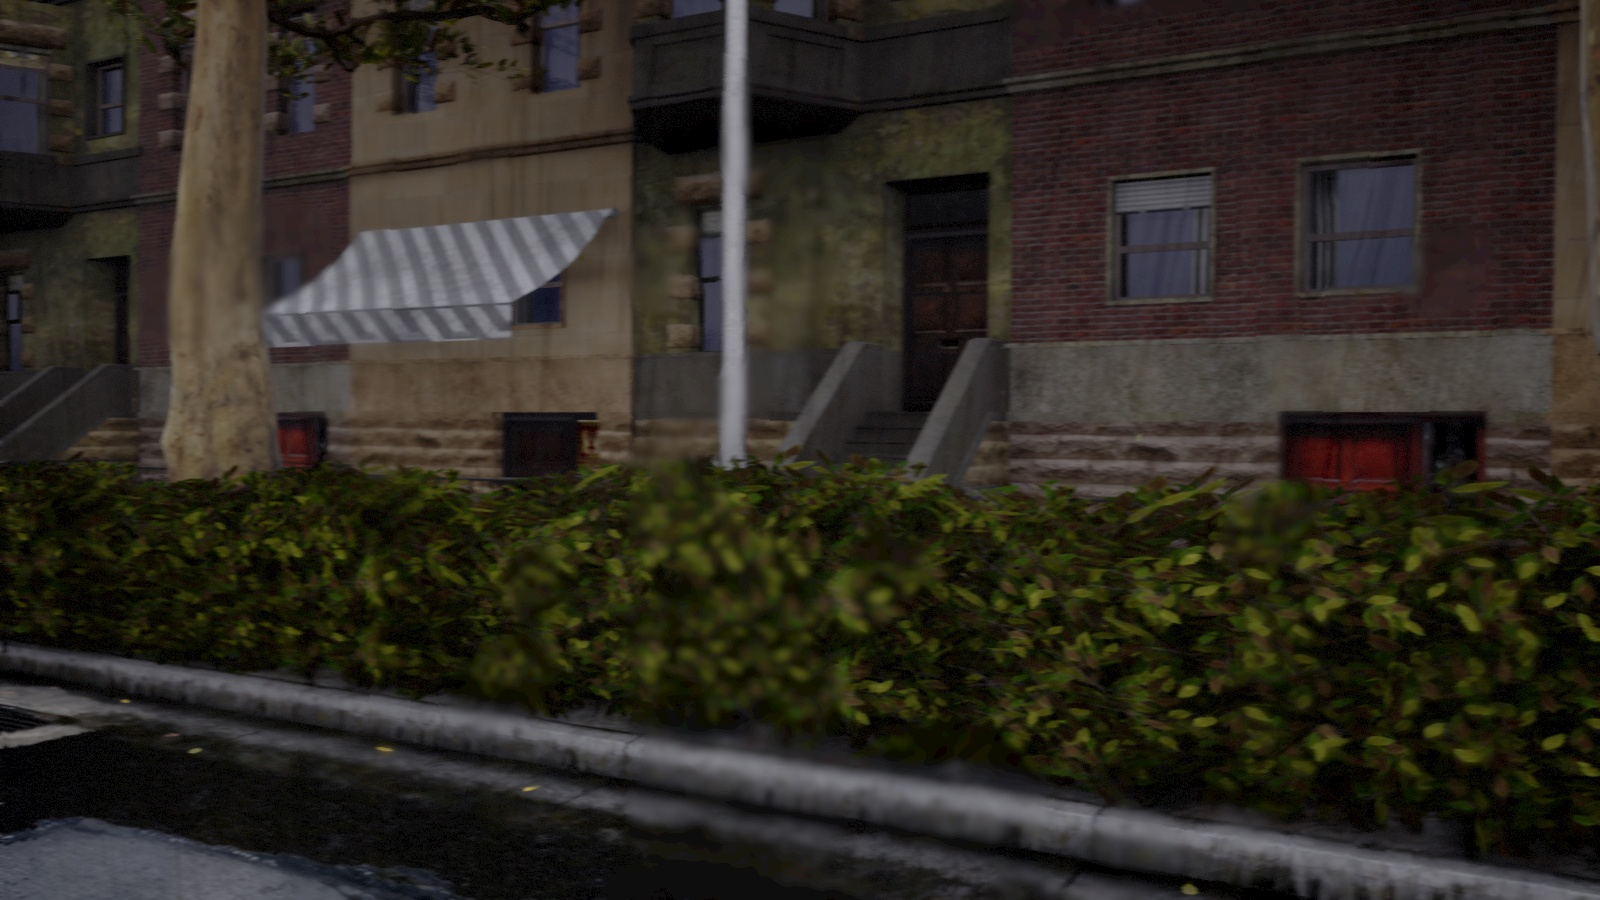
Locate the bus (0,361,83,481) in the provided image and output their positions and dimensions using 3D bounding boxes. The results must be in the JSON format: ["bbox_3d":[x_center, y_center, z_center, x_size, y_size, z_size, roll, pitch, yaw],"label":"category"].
[{"bbox_3d":[-31.150,-0.985,43.528,3.944,4.253,10.273,0,1,30],"label":"bus"}]
